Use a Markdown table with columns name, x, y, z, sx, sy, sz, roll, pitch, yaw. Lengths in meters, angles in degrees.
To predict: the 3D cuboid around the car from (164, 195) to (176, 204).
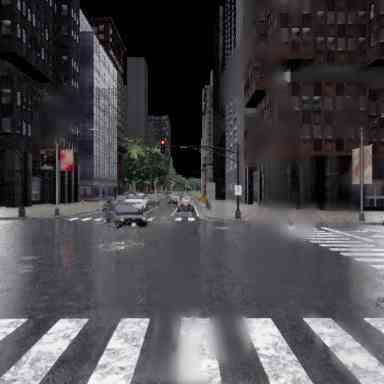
| name | x | y | z | sx | sy | sz | roll | pitch | yaw |
| --- | --- | --- | --- | --- | --- | --- | --- | --- | --- |
| car | -3.603 | 1.663 | 62.089 | 1.895 | 1.301 | 4.718 | 0 | 0 | 0 |

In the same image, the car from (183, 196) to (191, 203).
| name | x | y | z | sx | sy | sz | roll | pitch | yaw |
| --- | --- | --- | --- | --- | --- | --- | --- | --- | --- |
| car | -1.036 | 1.612 | 71.770 | 1.752 | 1.417 | 4.829 | 0 | 0 | -1 |

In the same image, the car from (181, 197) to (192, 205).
| name | x | y | z | sx | sy | sz | roll | pitch | yaw |
| --- | --- | --- | --- | --- | --- | --- | --- | --- | --- |
| car | -0.931 | 1.603 | 60.751 | 1.887 | 1.381 | 4.507 | 0 | 0 | -1 |

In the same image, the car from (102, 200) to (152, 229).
| name | x | y | z | sx | sy | sz | roll | pitch | yaw |
| --- | --- | --- | --- | --- | --- | --- | --- | --- | --- |
| car | -4.579 | 1.501 | 21.909 | 2.033 | 1.411 | 5.357 | 1 | 0 | -26 |

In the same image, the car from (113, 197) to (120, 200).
| name | x | y | z | sx | sy | sz | roll | pitch | yaw |
| --- | --- | --- | --- | --- | --- | --- | --- | --- | --- |
| car | -9.250 | 1.574 | 38.974 | 1.947 | 1.339 | 4.313 | 0 | 0 | -1 |

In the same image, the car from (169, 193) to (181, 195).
| name | x | y | z | sx | sy | sz | roll | pitch | yaw |
| --- | --- | --- | --- | --- | --- | --- | --- | --- | --- |
| car | -3.829 | 1.575 | 75.426 | 1.882 | 1.535 | 5.008 | 0 | 0 | -1 |

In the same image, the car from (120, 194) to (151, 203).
| name | x | y | z | sx | sy | sz | roll | pitch | yaw |
| --- | --- | --- | --- | --- | --- | --- | --- | --- | --- |
| car | -6.587 | 1.230 | 39.150 | 2.150 | 2.045 | 5.566 | 0 | 0 | -1 |

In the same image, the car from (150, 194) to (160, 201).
| name | x | y | z | sx | sy | sz | roll | pitch | yaw |
| --- | --- | --- | --- | --- | --- | --- | --- | --- | --- |
| car | -9.715 | 1.449 | 87.806 | 2.192 | 1.841 | 5.009 | 0 | 0 | -1 |

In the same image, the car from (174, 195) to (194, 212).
| name | x | y | z | sx | sy | sz | roll | pitch | yaw |
| --- | --- | --- | --- | --- | --- | --- | --- | --- | --- |
| car | -0.725 | 1.448 | 39.052 | 1.967 | 1.590 | 4.097 | 0 | 0 | -1 |

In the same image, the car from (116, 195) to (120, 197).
| name | x | y | z | sx | sy | sz | roll | pitch | yaw |
| --- | --- | --- | --- | --- | --- | --- | --- | --- | --- |
| car | -9.302 | 1.335 | 44.400 | 2.192 | 1.841 | 5.009 | 0 | 0 | -1 |

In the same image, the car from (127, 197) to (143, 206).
| name | x | y | z | sx | sy | sz | roll | pitch | yaw |
| --- | --- | --- | --- | --- | --- | --- | --- | --- | --- |
| car | -9.403 | 1.570 | 55.081 | 1.752 | 1.417 | 4.829 | 0 | 0 | -1 |

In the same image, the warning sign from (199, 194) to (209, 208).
| name | x | y | z | sx | sy | sz | roll | pitch | yaw |
| --- | --- | --- | --- | --- | --- | --- | --- | --- | --- |
| warning sign | 1.551 | 1.131 | 42.744 | 1.300 | 1.860 | 1.060 | 0 | 0 | -1 |

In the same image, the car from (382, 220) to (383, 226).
| name | x | y | z | sx | sy | sz | roll | pitch | yaw |
| --- | --- | --- | --- | --- | --- | --- | --- | --- | --- |
| car | 14.737 | 1.724 | 21.055 | 4.902 | 1.511 | 2.128 | 1 | 0 | 0 |

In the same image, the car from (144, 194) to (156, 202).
| name | x | y | z | sx | sy | sz | roll | pitch | yaw |
| --- | --- | --- | --- | --- | --- | --- | --- | --- | --- |
| car | -9.612 | 1.417 | 76.955 | 2.192 | 1.841 | 5.009 | 0 | 0 | -1 |

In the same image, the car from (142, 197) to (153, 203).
| name | x | y | z | sx | sy | sz | roll | pitch | yaw |
| --- | --- | --- | --- | --- | --- | --- | --- | --- | --- |
| car | -9.559 | 1.668 | 71.528 | 1.802 | 1.307 | 4.206 | 0 | 0 | -1 |

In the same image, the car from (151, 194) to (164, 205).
| name | x | y | z | sx | sy | sz | roll | pitch | yaw |
| --- | --- | --- | --- | --- | --- | --- | --- | --- | --- |
| car | -6.747 | 1.405 | 58.984 | 2.097 | 1.767 | 4.553 | 0 | 0 | 0 |

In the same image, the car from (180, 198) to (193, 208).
| name | x | y | z | sx | sy | sz | roll | pitch | yaw |
| --- | --- | --- | --- | --- | --- | --- | --- | --- | --- |
| car | -0.828 | 1.614 | 49.901 | 1.802 | 1.307 | 4.206 | 0 | 0 | -1 |

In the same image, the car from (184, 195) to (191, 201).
| name | x | y | z | sx | sy | sz | roll | pitch | yaw |
| --- | --- | --- | --- | --- | --- | --- | --- | --- | --- |
| car | -1.190 | 1.574 | 87.875 | 1.967 | 1.590 | 4.097 | 0 | 0 | -1 |

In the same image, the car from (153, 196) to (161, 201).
| name | x | y | z | sx | sy | sz | roll | pitch | yaw |
| --- | --- | --- | --- | --- | --- | --- | --- | --- | --- |
| car | -9.766 | 1.695 | 93.231 | 1.887 | 1.381 | 4.507 | 0 | 0 | -1 |
